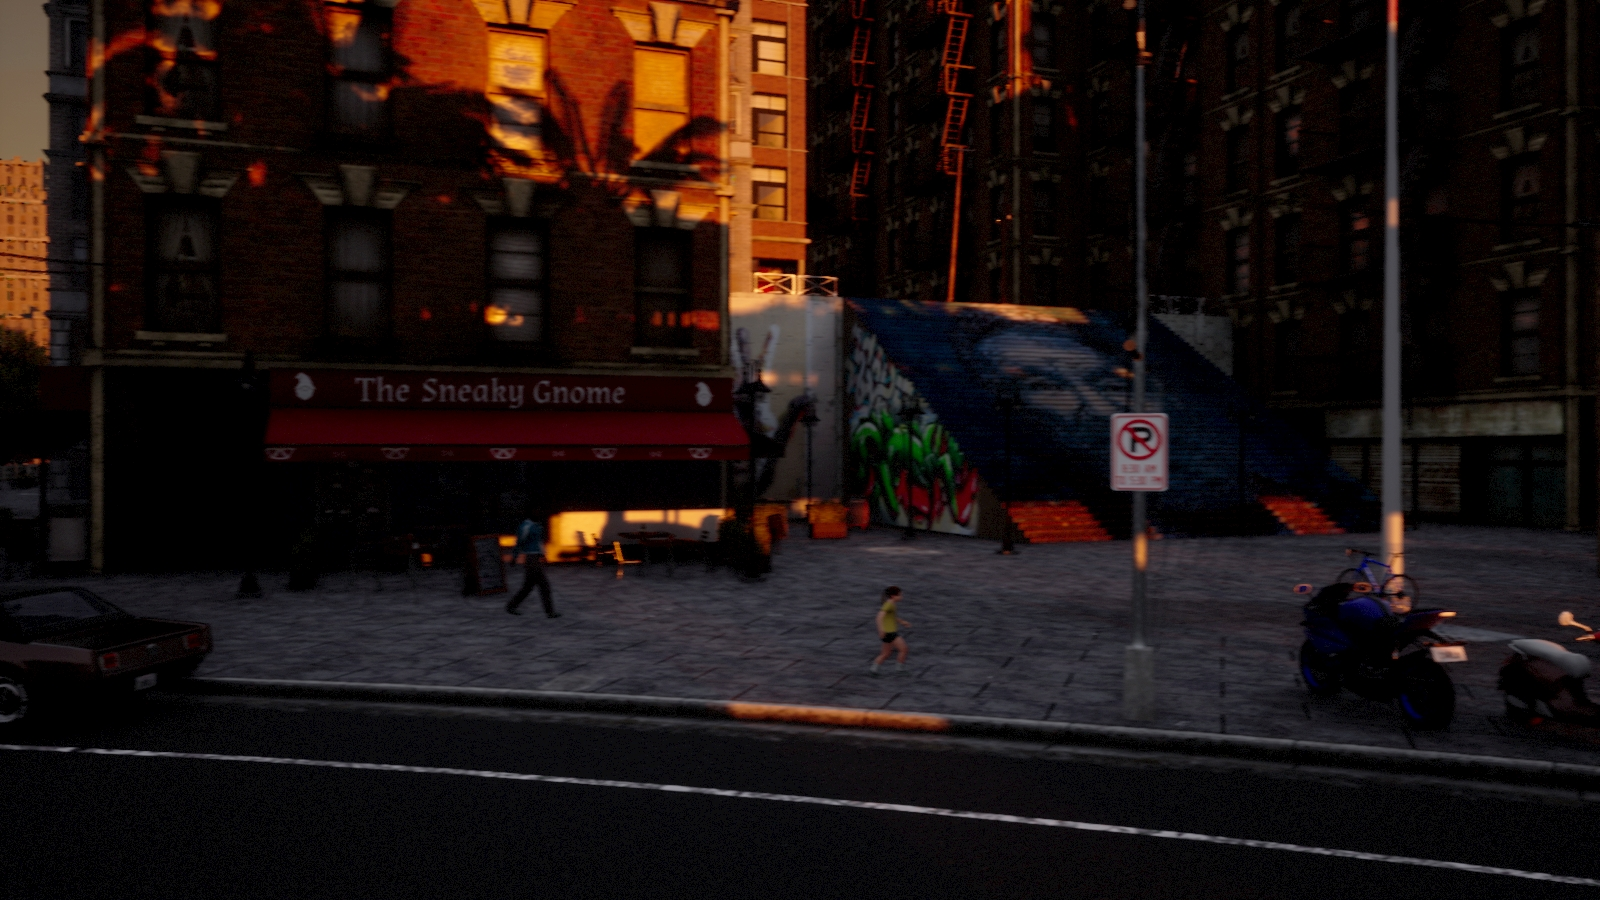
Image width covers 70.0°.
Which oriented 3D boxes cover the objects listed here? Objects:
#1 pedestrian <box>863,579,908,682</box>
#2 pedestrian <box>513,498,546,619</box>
[{"bbox_3d":[0.984,2.073,13.198,0.500,1.100,0.500,0,0,2],"label":"pedestrian"},{"bbox_3d":[-4.250,1.694,17.949,0.375,1.860,0.375,0,0,17],"label":"pedestrian"}]
